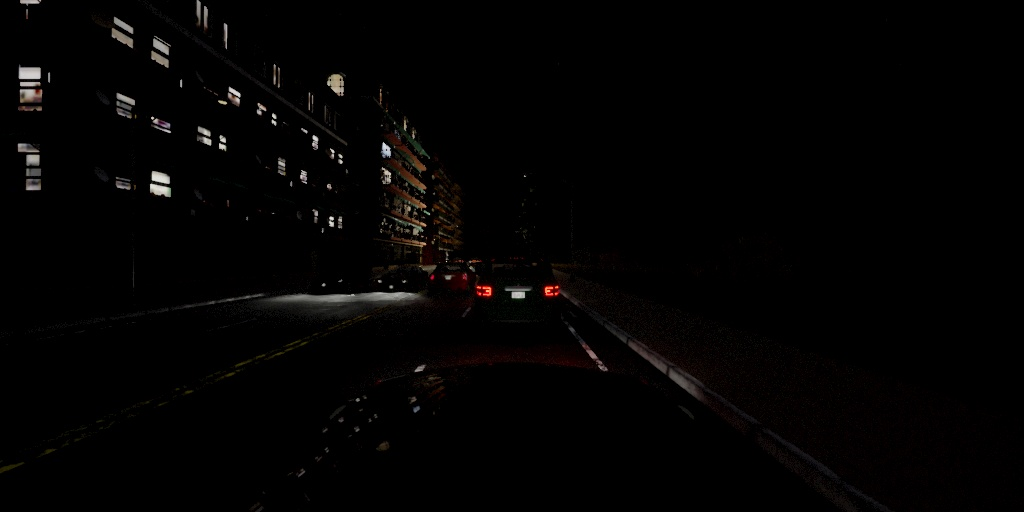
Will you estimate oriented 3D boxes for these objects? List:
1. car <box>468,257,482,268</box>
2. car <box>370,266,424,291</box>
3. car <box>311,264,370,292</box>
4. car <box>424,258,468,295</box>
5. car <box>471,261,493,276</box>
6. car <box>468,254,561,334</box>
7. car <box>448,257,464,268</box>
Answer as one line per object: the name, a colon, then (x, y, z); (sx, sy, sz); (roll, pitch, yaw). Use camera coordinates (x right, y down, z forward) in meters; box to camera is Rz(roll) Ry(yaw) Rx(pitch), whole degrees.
car: (-6.541, 1.104, 63.647); (2.097, 1.767, 4.553); (0, 0, 0)
car: (-6.597, 1.301, 22.247); (2.033, 1.411, 5.357); (0, 0, 0)
car: (-9.846, 1.258, 21.153); (1.837, 1.490, 4.892); (0, 0, 0)
car: (-3.142, 1.106, 19.699); (2.097, 1.767, 4.553); (0, 0, 0)
car: (-3.138, 1.319, 38.521); (1.994, 1.385, 4.181); (0, 0, 0)
car: (0.104, 0.973, 10.772); (2.150, 2.045, 5.566); (0, 0, -1)
car: (-9.791, 1.104, 63.233); (2.097, 1.767, 4.553); (0, 0, 0)
